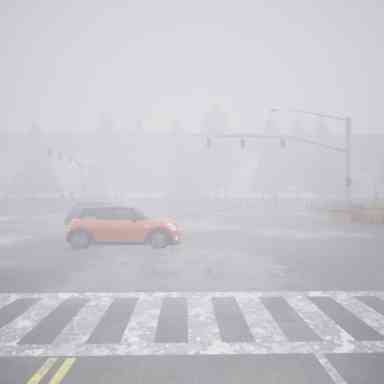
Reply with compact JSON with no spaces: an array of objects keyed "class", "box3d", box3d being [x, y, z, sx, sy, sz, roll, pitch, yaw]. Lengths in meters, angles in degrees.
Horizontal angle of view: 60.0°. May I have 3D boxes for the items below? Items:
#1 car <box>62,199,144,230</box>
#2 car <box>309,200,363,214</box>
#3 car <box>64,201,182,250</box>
[{"class":"car","box3d":[-5.418,1.351,20.672,4.553,1.767,2.097,0,0,-2]},{"class":"car","box3d":[15.408,1.545,35.515,5.357,1.411,2.033,0,0,-2]},{"class":"car","box3d":[-2.696,1.351,13.751,4.553,1.767,2.097,0,0,-2]}]
